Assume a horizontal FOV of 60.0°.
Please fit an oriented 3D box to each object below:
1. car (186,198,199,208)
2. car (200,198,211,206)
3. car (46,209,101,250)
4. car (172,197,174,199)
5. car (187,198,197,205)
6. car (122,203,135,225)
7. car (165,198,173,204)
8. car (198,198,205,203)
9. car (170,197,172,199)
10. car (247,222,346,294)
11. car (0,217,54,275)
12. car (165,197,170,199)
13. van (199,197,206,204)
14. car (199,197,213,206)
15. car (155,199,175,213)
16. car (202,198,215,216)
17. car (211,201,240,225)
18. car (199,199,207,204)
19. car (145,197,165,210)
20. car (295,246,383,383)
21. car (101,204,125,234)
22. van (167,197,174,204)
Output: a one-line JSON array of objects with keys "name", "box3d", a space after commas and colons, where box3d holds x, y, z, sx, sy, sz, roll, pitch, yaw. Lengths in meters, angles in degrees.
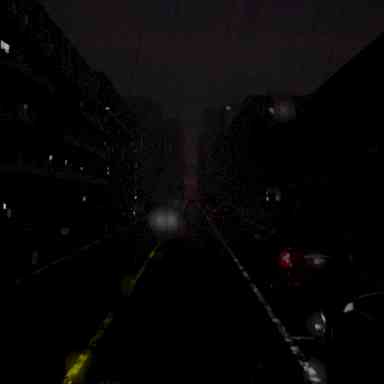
[{"name": "car", "box3d": [0.012, 1.947, 55.845, 1.882, 1.535, 5.008, 0, -1, 0]}, {"name": "car", "box3d": [2.699, 1.992, 65.866, 1.967, 1.590, 4.097, 0, -1, 0]}, {"name": "car", "box3d": [-5.682, 1.551, 14.662, 1.967, 1.590, 4.097, 0, 0, 0]}, {"name": "car", "box3d": [-5.680, 1.976, 77.249, 2.192, 1.841, 5.009, 0, -1, 0]}, {"name": "car", "box3d": [0.005, 2.029, 72.567, 2.033, 1.411, 5.357, 0, -1, 0]}, {"name": "car", "box3d": [-5.682, 1.640, 26.040, 1.967, 1.590, 4.097, 0, 0, 0]}, {"name": "car", "box3d": [-5.682, 2.243, 82.768, 1.752, 1.417, 4.829, 0, -1, 0]}, {"name": "car", "box3d": [2.699, 2.384, 94.313, 1.887, 1.381, 4.507, 0, -1, 0]}, {"name": "car", "box3d": [-5.681, 1.992, 65.869, 1.967, 1.590, 4.097, 0, -1, 0]}, {"name": "car", "box3d": [2.698, 1.507, 8.967, 1.967, 1.590, 4.097, 0, 0, 0]}, {"name": "car", "box3d": [-5.684, 1.612, 8.971, 1.887, 1.381, 4.507, 0, 0, 0]}, {"name": "car", "box3d": [-5.682, 2.049, 60.178, 2.008, 1.369, 4.403, 0, -1, 0]}, {"name": "van", "box3d": [2.700, 2.119, 88.625, 1.690, 1.788, 3.998, 0, -1, 0]}, {"name": "car", "box3d": [2.699, 1.760, 54.487, 2.192, 1.841, 5.009, 0, -1, 0]}, {"name": "car", "box3d": [-3.093, 1.926, 41.274, 1.895, 1.301, 4.718, 0, 0, 0]}, {"name": "car", "box3d": [2.363, 1.762, 36.437, 1.882, 1.535, 5.008, 0, 0, 0]}, {"name": "car", "box3d": [2.698, 1.726, 26.205, 1.752, 1.417, 4.829, 0, 0, 0]}, {"name": "car", "box3d": [2.698, 2.301, 82.935, 1.802, 1.307, 4.206, 0, -1, 0]}, {"name": "car", "box3d": [-5.681, 1.708, 48.800, 2.192, 1.841, 5.009, 0, -1, 0]}, {"name": "car", "box3d": [2.697, 1.591, 3.276, 1.947, 1.339, 4.313, 0, 0, 0]}, {"name": "car", "box3d": [-5.683, 1.699, 20.350, 1.887, 1.381, 4.507, 0, 0, 0]}, {"name": "van", "box3d": [-5.680, 2.119, 88.627, 1.690, 1.788, 3.998, 0, -1, 0]}]
